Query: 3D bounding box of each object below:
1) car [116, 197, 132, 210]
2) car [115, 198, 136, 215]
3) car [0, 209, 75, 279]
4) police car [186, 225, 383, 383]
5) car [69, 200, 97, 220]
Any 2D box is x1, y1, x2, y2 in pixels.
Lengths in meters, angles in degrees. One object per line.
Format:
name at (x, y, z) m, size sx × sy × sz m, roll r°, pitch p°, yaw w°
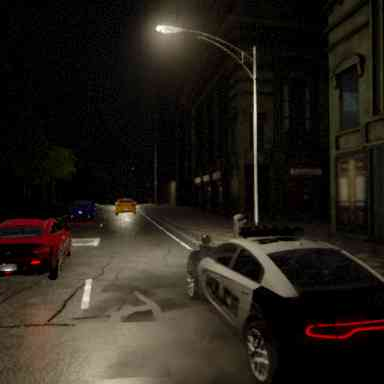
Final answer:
car at (-8.968, 1.509, 44.336) m, size 1.882 × 1.535 × 5.008 m, roll 0°, pitch -1°, yaw -10°
car at (-6.473, 1.398, 32.484) m, size 1.882 × 1.535 × 5.008 m, roll 0°, pitch 0°, yaw -12°
car at (-4.533, 1.442, 9.384) m, size 1.812 × 1.442 × 4.674 m, roll 0°, pitch 0°, yaw -15°
police car at (1.242, 1.388, 5.578) m, size 1.930 × 1.638 × 5.238 m, roll 0°, pitch 0°, yaw -15°
car at (-8.815, 1.372, 27.016) m, size 1.882 × 1.535 × 5.008 m, roll 0°, pitch 0°, yaw -13°
